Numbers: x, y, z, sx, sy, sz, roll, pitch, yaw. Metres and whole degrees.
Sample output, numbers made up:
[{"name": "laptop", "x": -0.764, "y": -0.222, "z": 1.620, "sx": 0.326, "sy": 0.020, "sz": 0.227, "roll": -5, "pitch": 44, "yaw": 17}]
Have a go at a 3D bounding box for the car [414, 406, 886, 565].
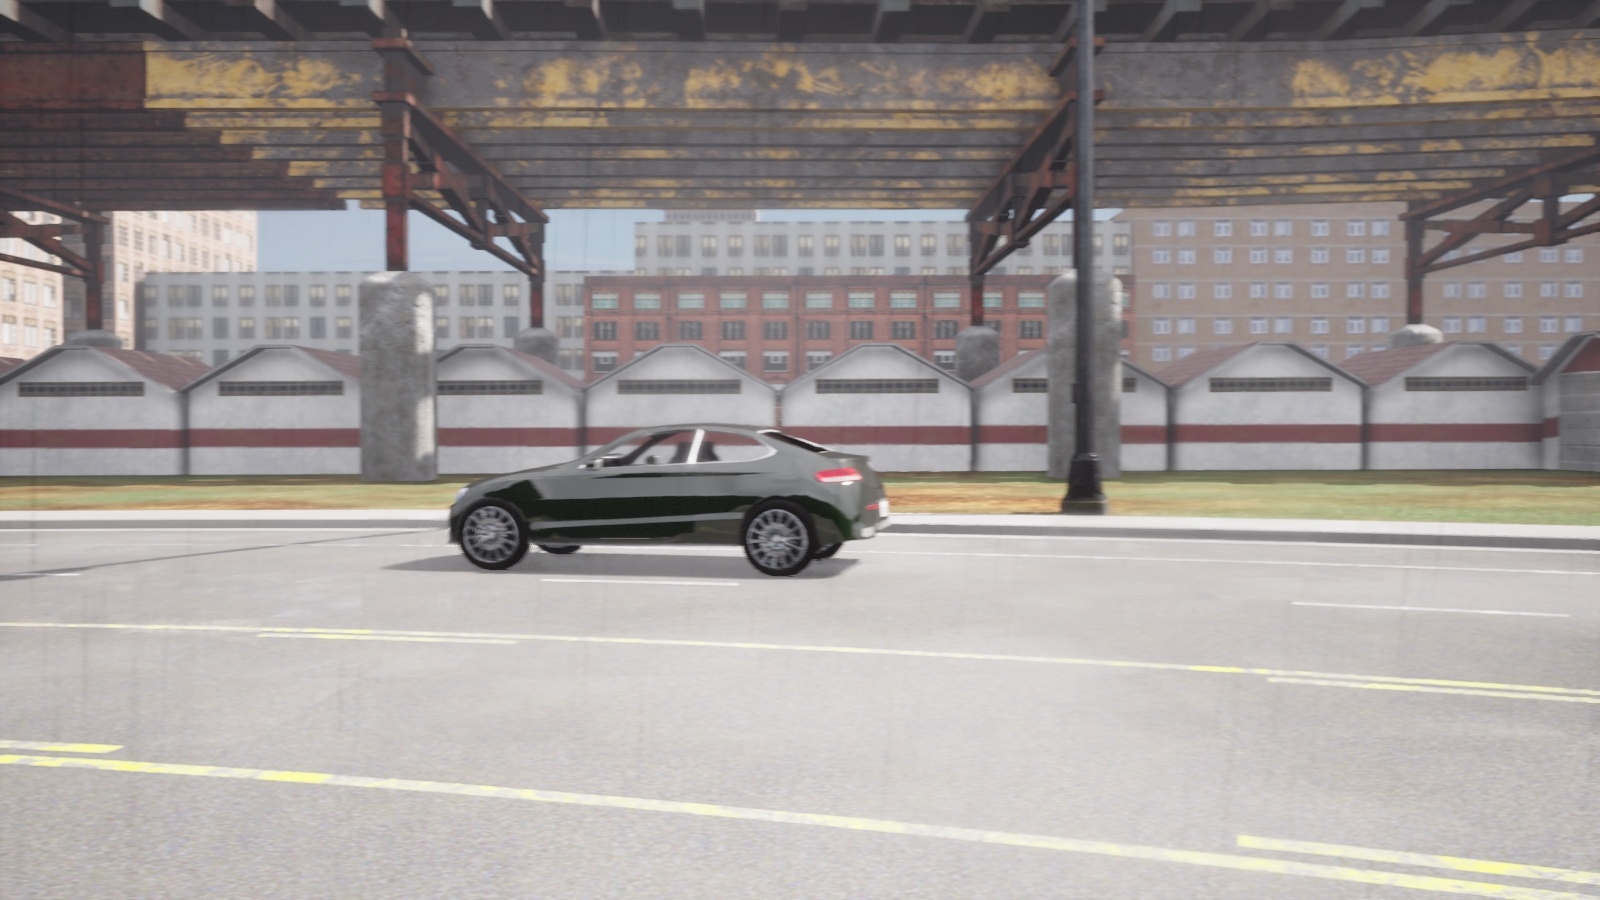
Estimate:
[{"name": "car", "x": -1.648, "y": 0.345, "z": 14.604, "sx": 5.027, "sy": 1.651, "sz": 2.152, "roll": 0, "pitch": 1, "yaw": 12}]
